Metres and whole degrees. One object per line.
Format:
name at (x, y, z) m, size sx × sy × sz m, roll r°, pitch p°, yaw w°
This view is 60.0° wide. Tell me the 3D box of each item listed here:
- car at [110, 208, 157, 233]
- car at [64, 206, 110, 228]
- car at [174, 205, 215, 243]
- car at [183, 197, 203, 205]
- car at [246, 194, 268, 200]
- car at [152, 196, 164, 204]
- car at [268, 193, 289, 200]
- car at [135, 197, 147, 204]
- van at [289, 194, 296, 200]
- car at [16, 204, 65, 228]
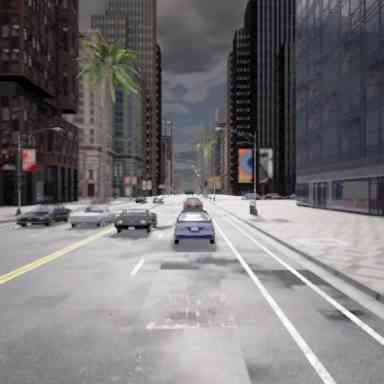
car at (-3.142, 1.605, 19.568) m, size 1.895 × 1.301 × 4.718 m, roll 0°, pitch 0°, yaw 0°
car at (-6.590, 1.606, 22.373) m, size 1.895 × 1.301 × 4.718 m, roll 0°, pitch 0°, yaw 0°
car at (0.099, 1.550, 16.059) m, size 2.033 × 1.411 × 5.357 m, roll 0°, pitch 0°, yaw 0°
car at (0.115, 1.362, 36.159) m, size 2.097 × 1.767 × 4.553 m, roll 0°, pitch 0°, yaw 0°
car at (17.107, 1.588, 88.216) m, size 4.403 × 1.369 × 2.008 m, roll 0°, pitch 0°, yaw 0°
car at (-6.495, 1.520, 64.004) m, size 2.128 × 1.511 × 4.902 m, roll 0°, pitch 0°, yaw 1°
car at (22.785, 1.615, 88.216) m, size 4.206 × 1.307 × 1.802 m, roll 0°, pitch 0°, yaw 0°
car at (-9.736, 1.570, 64.007) m, size 2.033 × 1.411 × 5.357 m, roll 0°, pitch 0°, yaw 0°
van at (28.463, 1.371, 88.215) m, size 3.998 × 1.788 × 1.690 m, roll 0°, pitch 0°, yaw 0°
car at (-9.840, 1.552, 22.776) m, size 2.033 × 1.411 × 5.357 m, roll 0°, pitch 0°, yaw 0°
